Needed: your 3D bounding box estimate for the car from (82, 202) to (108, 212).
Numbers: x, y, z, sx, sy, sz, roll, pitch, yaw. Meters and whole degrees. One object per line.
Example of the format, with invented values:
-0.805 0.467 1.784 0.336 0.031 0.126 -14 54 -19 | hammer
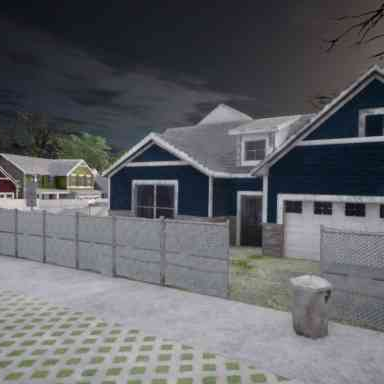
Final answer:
-11.136 1.828 39.137 1.994 1.385 4.181 1 0 17 | car
